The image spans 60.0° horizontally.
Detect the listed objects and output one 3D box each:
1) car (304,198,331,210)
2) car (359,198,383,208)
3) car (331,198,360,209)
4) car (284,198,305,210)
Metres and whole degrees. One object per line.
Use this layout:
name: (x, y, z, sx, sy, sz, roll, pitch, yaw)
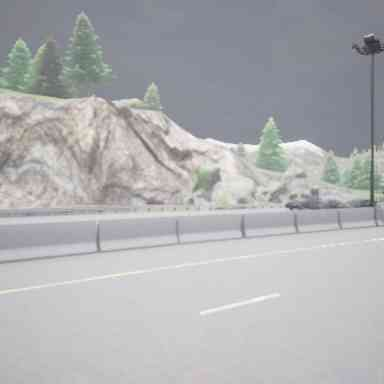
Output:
car: (14.660, 1.437, 35.759, 4.181, 1.385, 1.994, 0, 0, -23)
car: (17.465, 1.424, 29.375, 4.674, 1.442, 1.812, 0, 0, -23)
car: (16.518, 1.391, 32.757, 4.892, 1.490, 1.837, 0, 0, -23)
car: (13.525, 1.407, 39.119, 5.357, 1.411, 2.033, 0, 0, -23)
